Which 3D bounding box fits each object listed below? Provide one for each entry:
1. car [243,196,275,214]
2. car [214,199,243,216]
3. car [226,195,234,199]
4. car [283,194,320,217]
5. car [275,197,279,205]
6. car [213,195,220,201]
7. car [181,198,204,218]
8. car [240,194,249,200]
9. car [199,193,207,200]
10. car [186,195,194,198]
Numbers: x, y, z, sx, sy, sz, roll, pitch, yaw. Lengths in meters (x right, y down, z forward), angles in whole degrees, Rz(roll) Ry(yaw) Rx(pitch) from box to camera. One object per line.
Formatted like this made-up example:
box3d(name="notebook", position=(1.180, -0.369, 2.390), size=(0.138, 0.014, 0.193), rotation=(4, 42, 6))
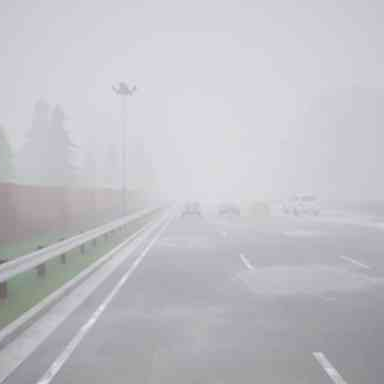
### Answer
box3d(name="car", position=(6.990, 1.487, 35.253), size=(1.882, 1.535, 5.008), rotation=(0, 0, 0))
box3d(name="car", position=(3.491, 1.610, 32.404), size=(1.895, 1.301, 4.718), rotation=(0, 0, 0))
box3d(name="car", position=(10.086, 1.524, 87.869), size=(1.837, 1.490, 4.892), rotation=(0, 0, 0))
box3d(name="car", position=(10.491, 1.232, 32.123), size=(2.150, 2.045, 5.566), rotation=(0, 0, 0))
box3d(name="car", position=(13.814, 1.506, 58.154), size=(2.128, 1.511, 4.902), rotation=(0, 0, 0))
box3d(name="car", position=(6.575, 1.565, 89.662), size=(2.033, 1.411, 5.357), rotation=(0, 0, 0))
box3d(name="car", position=(-0.009, 1.557, 30.265), size=(2.033, 1.411, 5.357), rotation=(0, 0, 0))
box3d(name="car", position=(13.601, 1.378, 85.629), size=(2.097, 1.767, 4.553), rotation=(0, 0, 0))
box3d(name="car", position=(3.065, 1.251, 91.207), size=(2.150, 2.045, 5.566), rotation=(0, 0, 0))
box3d(name="car", position=(-0.406, 1.503, 86.720), size=(1.882, 1.535, 5.008), rotation=(0, 0, 0))
